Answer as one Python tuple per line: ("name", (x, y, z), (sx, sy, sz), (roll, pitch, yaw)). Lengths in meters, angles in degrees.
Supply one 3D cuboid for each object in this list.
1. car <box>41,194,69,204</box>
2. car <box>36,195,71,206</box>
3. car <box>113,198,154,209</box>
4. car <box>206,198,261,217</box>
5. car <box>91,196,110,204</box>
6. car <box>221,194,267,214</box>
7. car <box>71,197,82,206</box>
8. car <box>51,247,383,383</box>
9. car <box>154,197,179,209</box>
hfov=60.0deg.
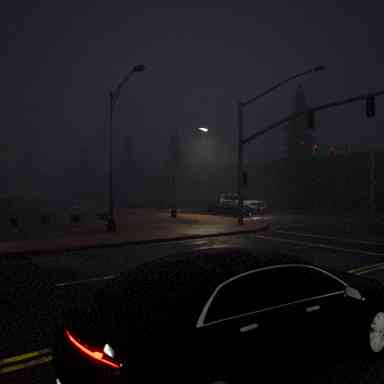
("car", (-26.261, 1.351, 63.788), (4.553, 1.767, 2.097), (0, 0, 9))
("car", (-22.116, 1.249, 52.396), (4.718, 1.301, 1.895), (0, 0, 16))
("car", (-8.020, 1.546, 44.801), (5.357, 1.411, 2.033), (0, 0, 39))
("car", (3.536, 1.547, 31.219), (2.033, 1.411, 5.357), (0, 0, -36))
("car", (-16.301, 1.477, 61.324), (5.008, 1.535, 1.882), (0, 0, 21))
("car", (5.183, 1.221, 34.845), (2.150, 2.045, 5.566), (0, 0, -37))
("car", (-20.678, 1.526, 55.588), (4.674, 1.442, 1.812), (0, 0, 18))
("car", (0.807, 1.505, 4.374), (4.892, 1.490, 1.837), (0, 0, -35))
("car", (-4.003, 1.477, 45.744), (5.008, 1.535, 1.882), (0, 0, 42))
